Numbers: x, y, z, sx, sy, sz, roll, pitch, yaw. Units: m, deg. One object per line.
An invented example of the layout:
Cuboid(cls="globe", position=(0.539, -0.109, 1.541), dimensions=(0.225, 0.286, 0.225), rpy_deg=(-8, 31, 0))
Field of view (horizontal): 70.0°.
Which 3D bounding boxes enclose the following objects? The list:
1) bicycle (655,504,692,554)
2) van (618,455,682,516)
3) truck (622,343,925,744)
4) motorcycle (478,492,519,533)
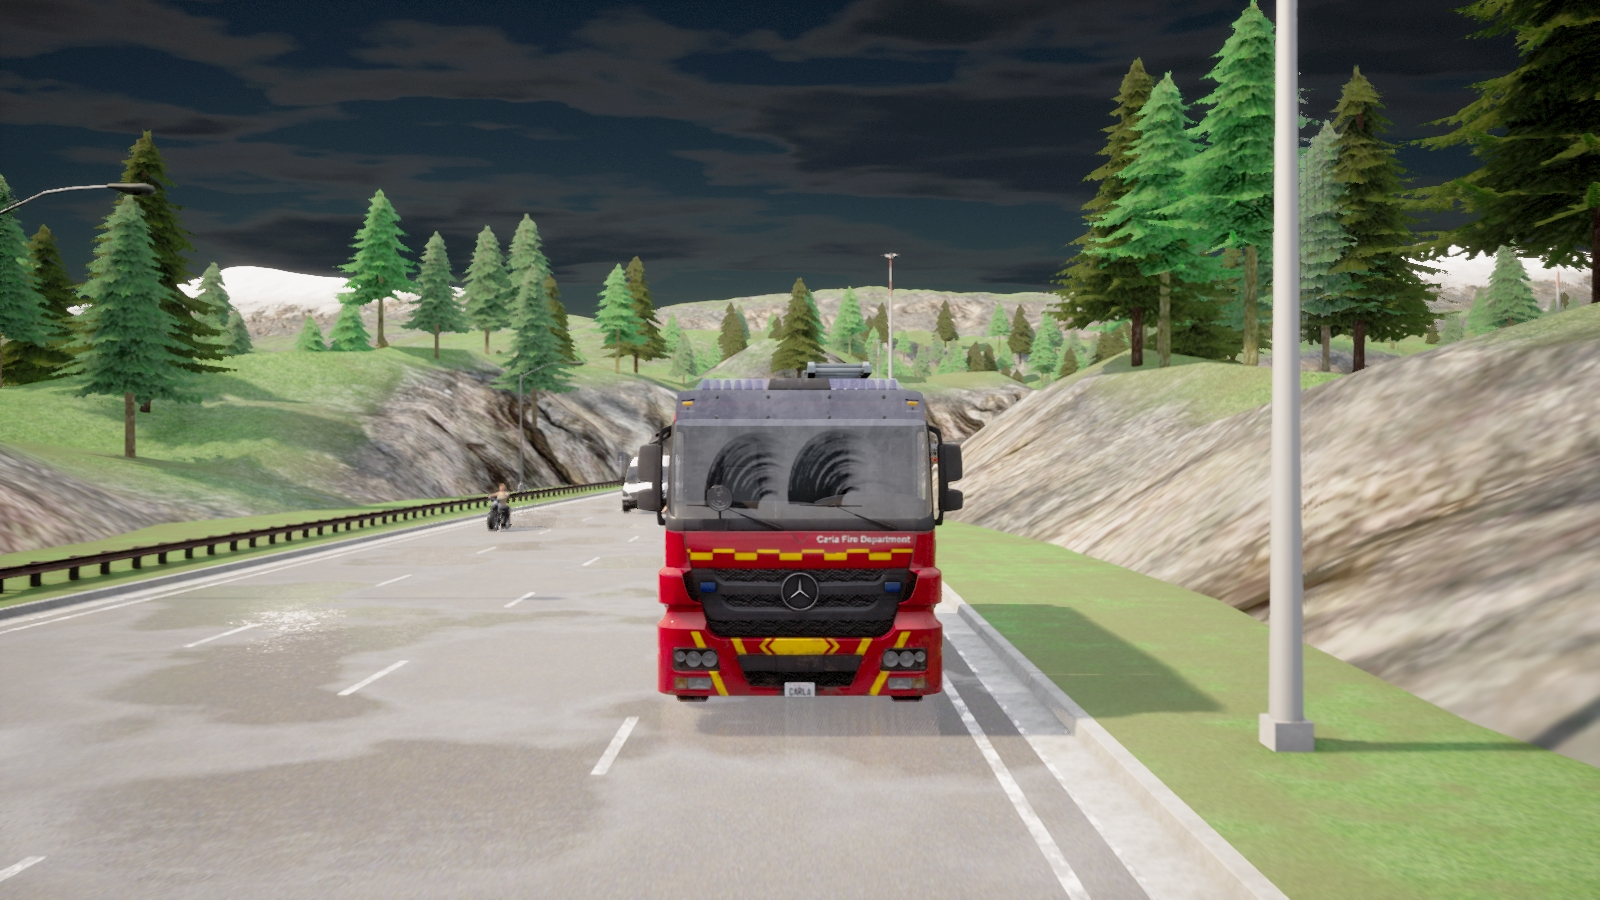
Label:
Cuboid(cls="bicycle", position=(-3.482, 2.158, 31.548), dimensions=(0.859, 1.277, 1.487), rpy_deg=(0, 0, 0))
Cuboid(cls="van", position=(-6.735, 1.534, 51.996), dimensions=(1.988, 2.561, 5.915), rpy_deg=(0, 0, 2))
Cuboid(cls="truck", position=(-0.250, 0.890, 15.151), dimensions=(2.891, 3.827, 8.468), rpy_deg=(0, 0, 0))
Cuboid(cls="motorcycle", position=(-10.478, 2.154, 39.791), dimensions=(0.764, 1.307, 2.356), rpy_deg=(0, 0, 0))
